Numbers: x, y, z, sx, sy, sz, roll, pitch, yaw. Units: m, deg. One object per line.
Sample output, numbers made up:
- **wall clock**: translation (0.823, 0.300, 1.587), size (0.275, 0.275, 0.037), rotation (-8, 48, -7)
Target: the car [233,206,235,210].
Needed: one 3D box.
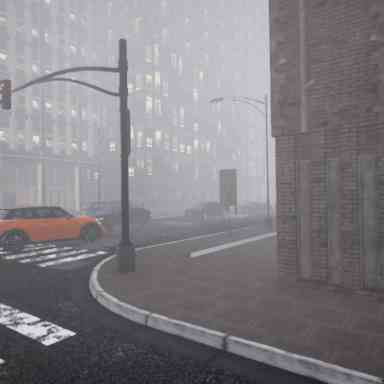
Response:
- **car**: translation (6.840, 1.684, 41.399), size (1.752, 1.417, 4.829), rotation (-2, -1, 36)

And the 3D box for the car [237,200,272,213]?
- **car**: translation (7.255, 1.703, 37.514), size (1.895, 1.301, 4.718), rotation (-1, -1, 36)

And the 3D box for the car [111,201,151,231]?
- **car**: translation (-4.633, 1.553, 20.983), size (2.128, 1.511, 4.902), rotation (-1, -1, 34)

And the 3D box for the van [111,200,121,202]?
- **van**: translation (-6.007, 1.455, 23.498), size (1.690, 1.788, 3.998), rotation (-2, -1, 36)

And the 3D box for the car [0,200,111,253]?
- **car**: translation (-6.072, 1.345, 14.003), size (2.097, 1.767, 4.553), rotation (-2, -1, 44)

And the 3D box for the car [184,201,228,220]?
- **car**: translation (1.298, 1.559, 29.228), size (1.882, 1.535, 5.008), rotation (-1, -1, 36)
